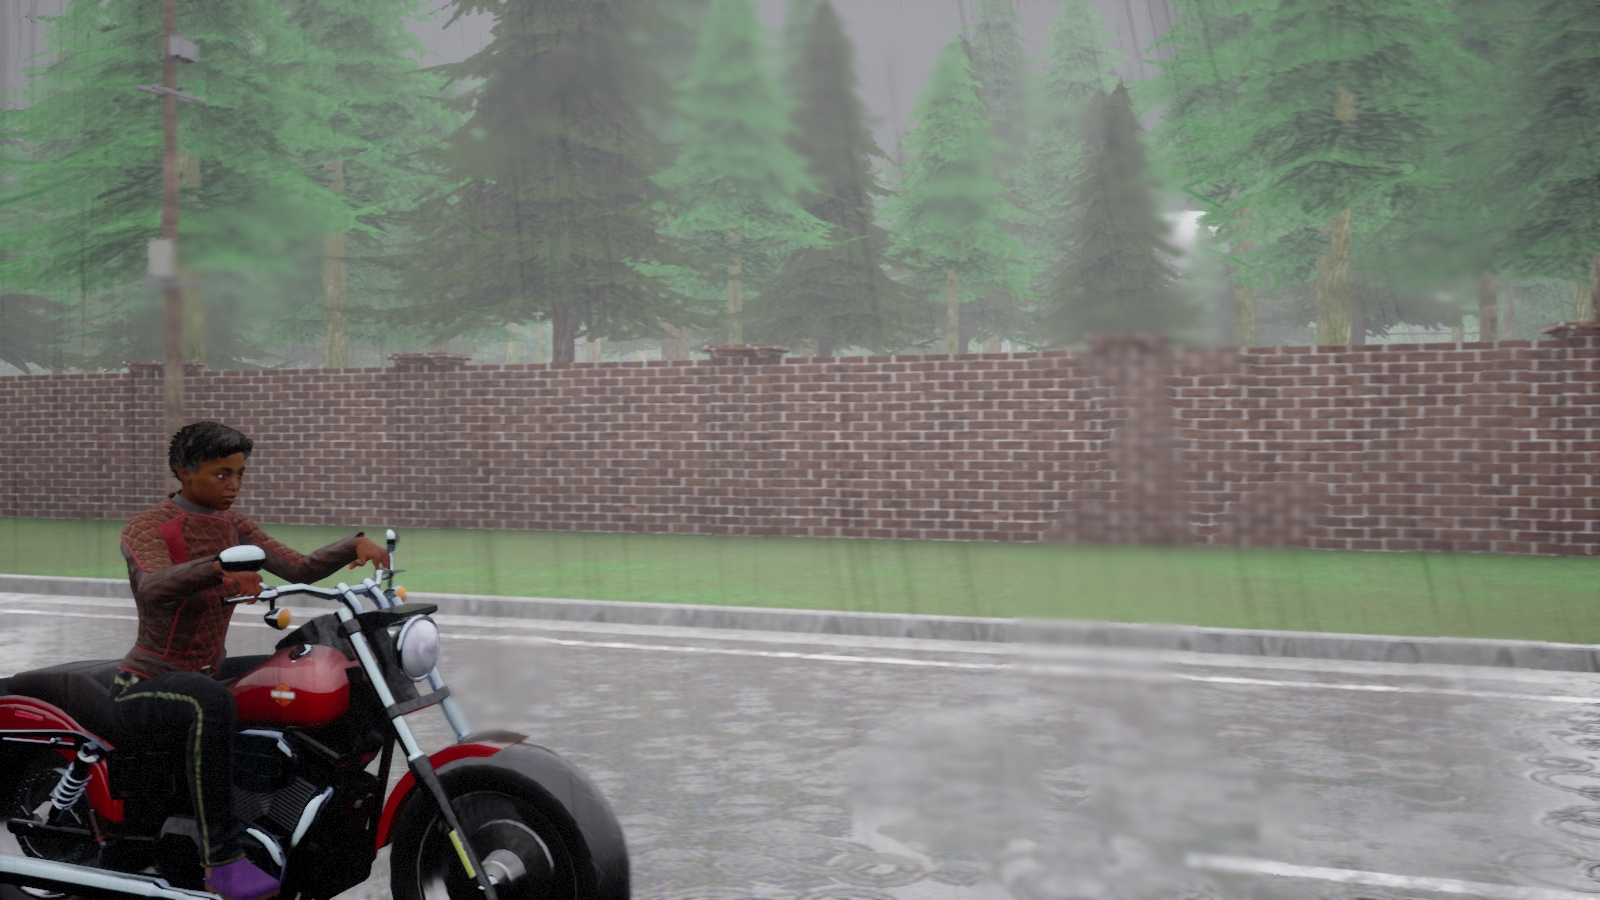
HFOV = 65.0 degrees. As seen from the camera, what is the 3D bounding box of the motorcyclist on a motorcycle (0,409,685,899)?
[{"bbox_3d":[-1.581,0.711,3.725,2.350,1.649,0.766,1,1,19],"label":"motorcyclist on a motorcycle"}]
